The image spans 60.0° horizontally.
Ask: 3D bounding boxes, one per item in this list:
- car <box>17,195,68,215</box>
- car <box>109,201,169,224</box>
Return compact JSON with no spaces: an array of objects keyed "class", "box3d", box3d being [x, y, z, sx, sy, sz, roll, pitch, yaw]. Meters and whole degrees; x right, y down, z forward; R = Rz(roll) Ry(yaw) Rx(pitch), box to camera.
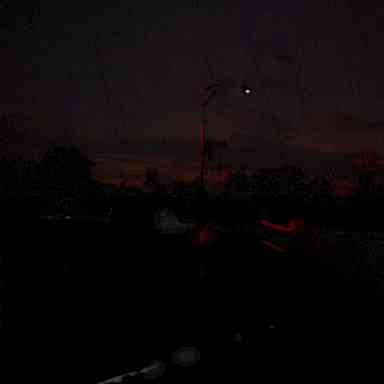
[{"class":"car","box3d":[-12.451,1.070,27.687,5.008,1.535,1.882,1,0,32]},{"class":"car","box3d":[-3.520,1.321,22.343,4.181,1.385,1.994,1,0,30]}]
